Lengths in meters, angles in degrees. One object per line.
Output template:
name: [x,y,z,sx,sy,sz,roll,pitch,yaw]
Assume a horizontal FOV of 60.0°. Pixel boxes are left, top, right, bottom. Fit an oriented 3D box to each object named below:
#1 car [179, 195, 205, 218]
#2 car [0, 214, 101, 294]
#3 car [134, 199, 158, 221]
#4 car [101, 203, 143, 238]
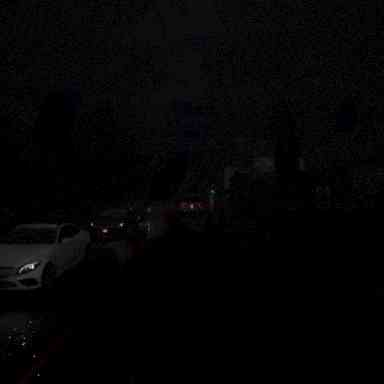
car: [-0.011,1.287,30.834,2.150,2.045,5.566,0,0,0]
car: [-4.092,1.545,8.997,1.812,1.442,4.674,0,0,0]
car: [-4.078,1.411,27.973,2.097,1.767,4.553,0,0,0]
car: [-4.094,1.564,18.044,1.812,1.442,4.674,0,0,0]
